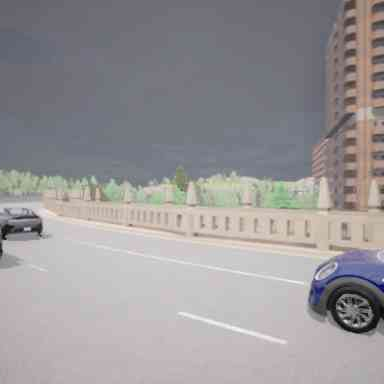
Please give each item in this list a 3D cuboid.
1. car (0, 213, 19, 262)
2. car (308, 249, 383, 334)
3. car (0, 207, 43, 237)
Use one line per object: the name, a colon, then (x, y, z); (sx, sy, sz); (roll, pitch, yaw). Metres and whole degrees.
car: (-7.763, 1.538, 10.878); (4.902, 1.511, 2.128); (0, 0, 44)
car: (4.323, 1.385, 5.344); (4.553, 1.767, 2.097); (0, 0, 35)
car: (-9.510, 1.570, 17.679); (2.128, 1.511, 4.902); (0, 0, -43)
